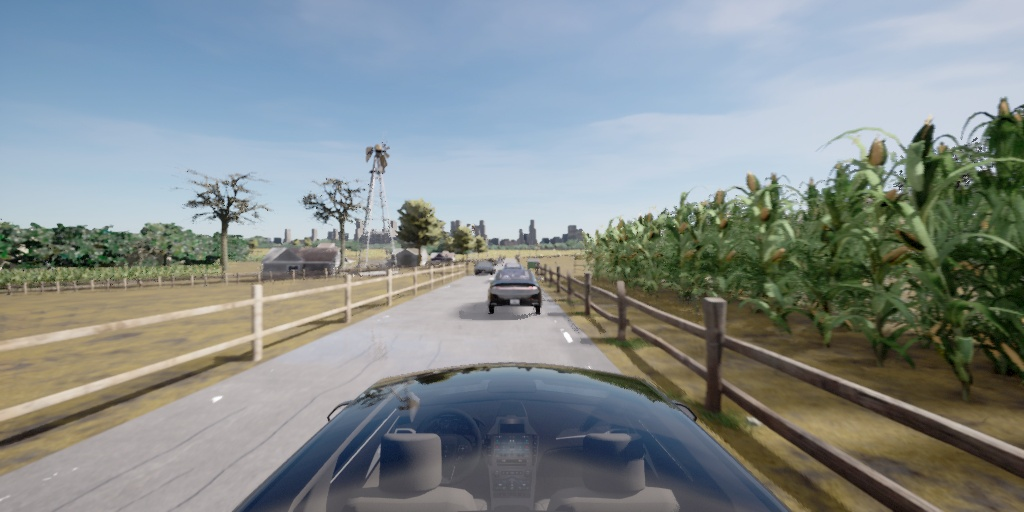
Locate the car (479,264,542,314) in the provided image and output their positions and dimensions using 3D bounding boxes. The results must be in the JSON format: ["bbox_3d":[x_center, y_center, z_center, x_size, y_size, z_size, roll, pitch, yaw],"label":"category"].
[{"bbox_3d":[0.091,1.243,13.784,2.128,1.511,4.902,0,0,0],"label":"car"}]

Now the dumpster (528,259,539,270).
[{"bbox_3d":[3.114,1.336,53.051,1.020,1.700,1.940,0,0,0],"label":"dumpster"}]

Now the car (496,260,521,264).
[{"bbox_3d":[0.089,1.289,29.364,2.128,1.511,4.902,0,0,0],"label":"car"}]

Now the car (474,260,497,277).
[{"bbox_3d":[-2.850,1.321,37.854,1.882,1.535,5.008,0,0,0],"label":"car"}]
